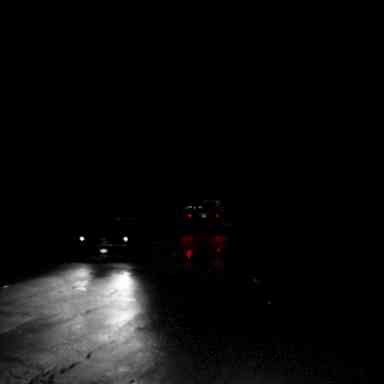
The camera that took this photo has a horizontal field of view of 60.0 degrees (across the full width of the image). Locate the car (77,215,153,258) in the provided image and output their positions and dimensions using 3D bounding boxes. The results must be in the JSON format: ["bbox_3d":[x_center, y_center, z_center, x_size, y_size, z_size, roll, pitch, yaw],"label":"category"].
[{"bbox_3d":[-2.810,1.619,13.038,1.895,1.301,4.718,0,0,2],"label":"car"}]

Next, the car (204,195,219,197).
[{"bbox_3d":[2.458,1.350,41.217,2.150,2.045,5.566,0,0,6],"label":"car"}]

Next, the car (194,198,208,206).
[{"bbox_3d":[1.577,1.773,58.491,1.895,1.301,4.718,0,0,9],"label":"car"}]

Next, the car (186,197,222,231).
[{"bbox_3d":[0.782,1.406,21.023,2.097,1.767,4.553,0,0,3],"label":"car"}]
